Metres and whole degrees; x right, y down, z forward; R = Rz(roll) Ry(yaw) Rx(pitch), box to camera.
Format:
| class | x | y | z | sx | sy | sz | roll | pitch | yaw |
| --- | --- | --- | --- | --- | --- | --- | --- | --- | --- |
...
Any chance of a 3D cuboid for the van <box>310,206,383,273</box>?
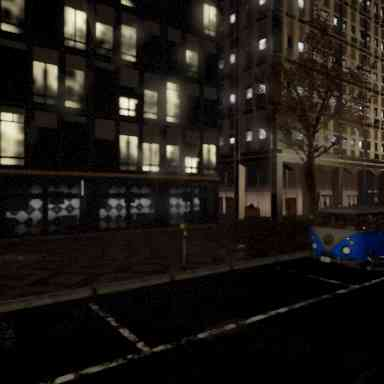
| class | x | y | z | sx | sy | sz | roll | pitch | yaw |
| --- | --- | --- | --- | --- | --- | --- | --- | --- | --- |
| van | 5.403 | 1.342 | 10.408 | 3.998 | 1.788 | 1.690 | 0 | 0 | -35 |
